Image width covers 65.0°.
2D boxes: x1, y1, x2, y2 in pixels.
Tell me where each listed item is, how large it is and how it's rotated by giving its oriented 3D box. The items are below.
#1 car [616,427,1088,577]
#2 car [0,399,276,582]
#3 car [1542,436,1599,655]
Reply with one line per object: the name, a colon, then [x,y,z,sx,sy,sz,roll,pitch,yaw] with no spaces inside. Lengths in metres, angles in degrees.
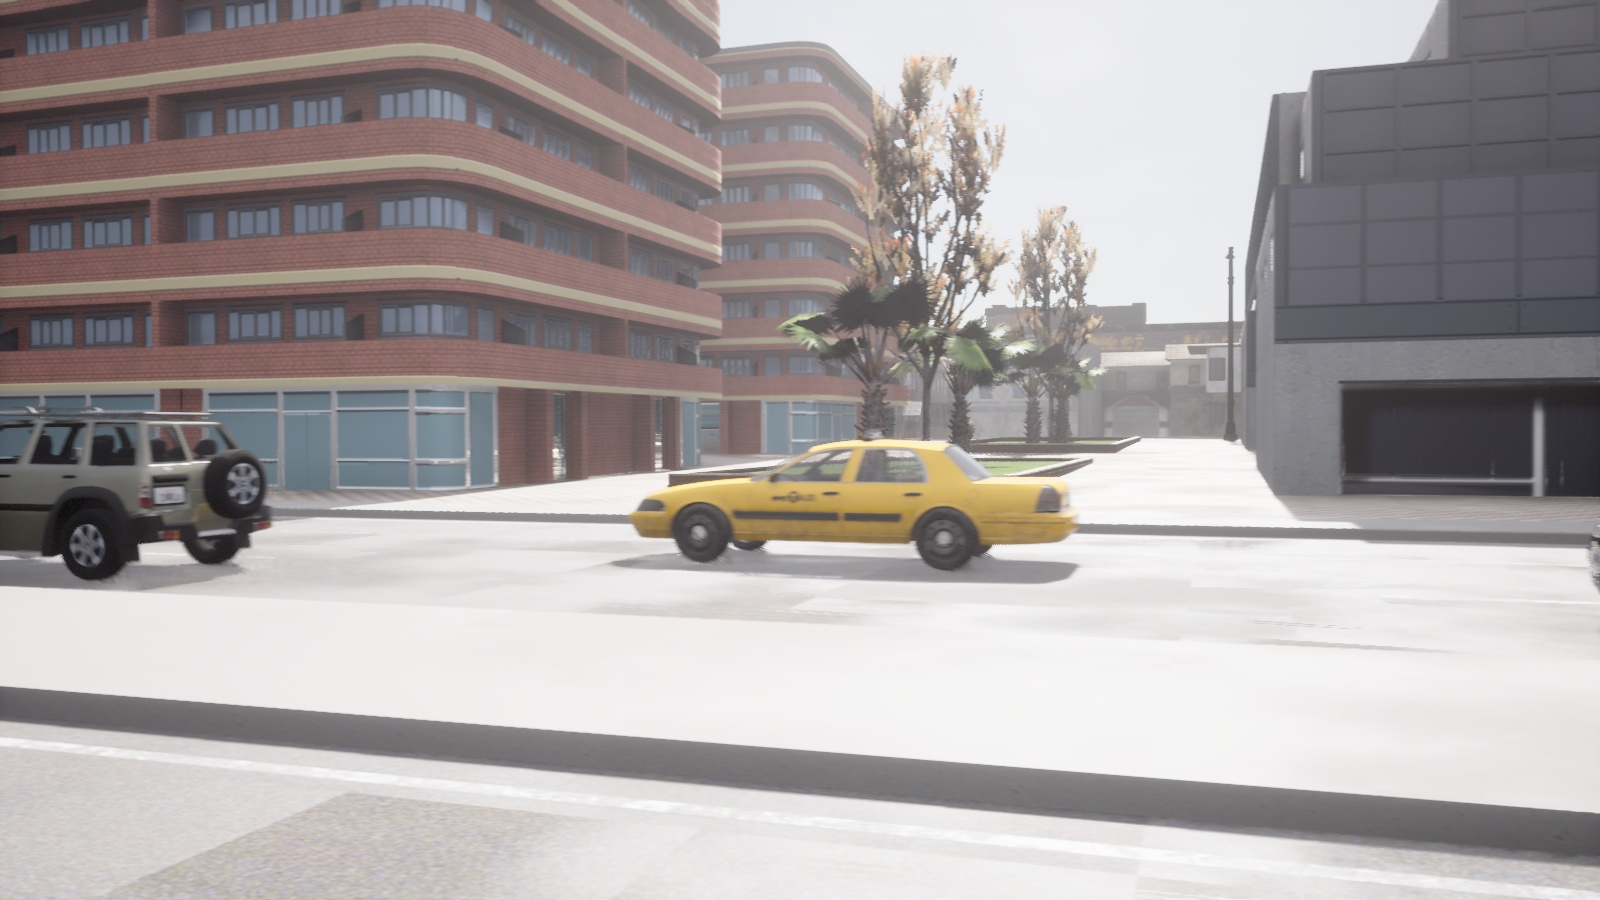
car: [0.625,0.528,15.070,5.366,1.575,1.801,1,1,18]
car: [-8.591,0.381,14.407,4.605,1.855,1.932,1,1,18]
car: [7.693,0.690,9.070,3.705,1.549,1.789,1,1,18]
